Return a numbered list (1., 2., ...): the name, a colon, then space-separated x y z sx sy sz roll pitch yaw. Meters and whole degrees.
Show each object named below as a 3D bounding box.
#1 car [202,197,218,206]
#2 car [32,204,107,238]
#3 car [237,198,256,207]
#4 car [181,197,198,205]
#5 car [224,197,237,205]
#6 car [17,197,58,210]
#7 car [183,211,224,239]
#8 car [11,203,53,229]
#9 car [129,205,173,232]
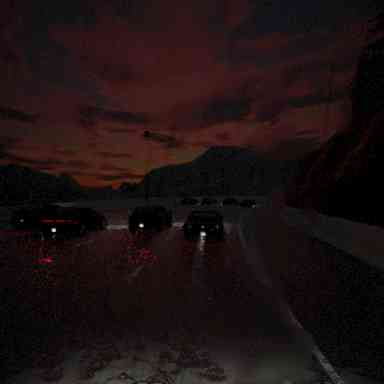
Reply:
1. car: 3.153 1.603 58.978 1.837 1.490 4.892 -1 0 20
2. car: -6.126 1.506 17.793 1.837 1.490 4.892 -1 0 6
3. car: 9.260 1.681 55.093 1.994 1.385 4.181 0 0 20
4. car: -0.406 1.575 59.366 2.128 1.511 4.902 0 0 20
5. car: 6.975 1.619 59.253 1.837 1.490 4.892 -1 0 21
6. car: -19.790 1.470 42.841 2.128 1.511 4.902 0 0 13
7. car: 0.737 1.629 17.443 1.895 1.301 4.718 0 0 6
8. car: -9.296 1.470 21.267 1.882 1.535 5.008 0 0 7
9. car: -2.389 1.525 20.100 1.837 1.490 4.892 -1 0 7
